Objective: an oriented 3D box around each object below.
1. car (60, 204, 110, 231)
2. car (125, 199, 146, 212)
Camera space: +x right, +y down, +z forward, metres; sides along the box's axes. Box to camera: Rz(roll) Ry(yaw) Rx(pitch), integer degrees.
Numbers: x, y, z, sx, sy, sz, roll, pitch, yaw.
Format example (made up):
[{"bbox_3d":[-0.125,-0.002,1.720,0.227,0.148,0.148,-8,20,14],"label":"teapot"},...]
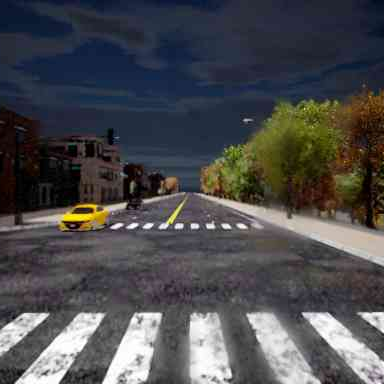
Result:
[{"bbox_3d":[-6.529,1.531,20.693,1.882,1.535,5.008,0,1,0],"label":"car"},{"bbox_3d":[-6.611,1.569,39.100,1.837,1.490,4.892,0,2,0],"label":"car"}]
